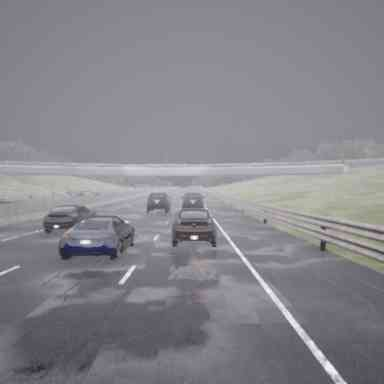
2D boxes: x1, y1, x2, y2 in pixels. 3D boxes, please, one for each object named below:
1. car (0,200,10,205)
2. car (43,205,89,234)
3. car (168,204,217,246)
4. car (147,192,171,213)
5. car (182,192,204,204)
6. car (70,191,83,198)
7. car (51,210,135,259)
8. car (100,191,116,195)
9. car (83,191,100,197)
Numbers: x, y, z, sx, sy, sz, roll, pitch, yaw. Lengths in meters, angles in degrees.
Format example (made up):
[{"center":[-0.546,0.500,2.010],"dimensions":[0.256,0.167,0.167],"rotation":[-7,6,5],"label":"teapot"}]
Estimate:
[{"center":[-17.598,1.398,28.730],"dimensions":[2.128,1.511,4.902],"rotation":[0,1,0],"label":"car"},{"center":[-6.901,1.494,19.339],"dimensions":[1.837,1.490,4.892],"rotation":[0,0,0],"label":"car"},{"center":[0.093,1.506,15.325],"dimensions":[1.837,1.490,4.892],"rotation":[0,0,0],"label":"car"},{"center":[-3.414,1.035,34.802],"dimensions":[2.150,2.045,5.566],"rotation":[0,1,0],"label":"car"},{"center":[0.098,1.036,34.761],"dimensions":[2.150,2.045,5.566],"rotation":[0,1,0],"label":"car"},{"center":[-24.504,0.523,70.968],"dimensions":[2.128,1.511,4.902],"rotation":[0,1,0],"label":"car"},{"center":[-3.401,1.568,12.618],"dimensions":[1.994,1.385,4.181],"rotation":[0,0,0],"label":"car"},{"center":[-17.504,0.475,70.968],"dimensions":[1.882,1.535,5.008],"rotation":[0,1,0],"label":"car"},{"center":[-21.004,0.491,71.384],"dimensions":[2.128,1.511,4.902],"rotation":[0,1,0],"label":"car"}]
